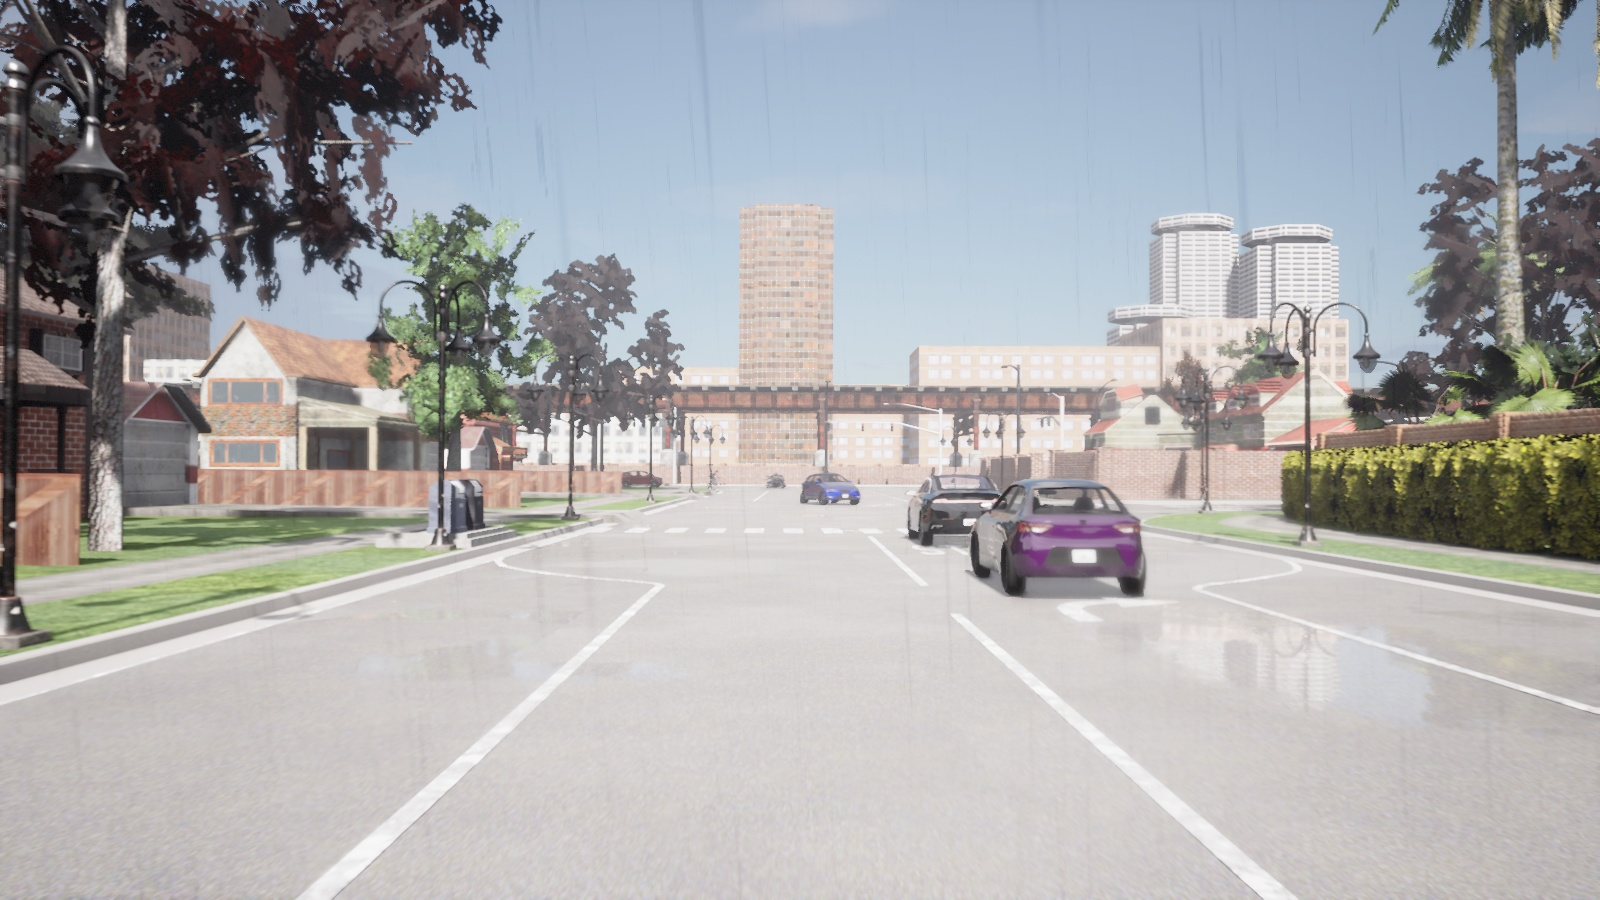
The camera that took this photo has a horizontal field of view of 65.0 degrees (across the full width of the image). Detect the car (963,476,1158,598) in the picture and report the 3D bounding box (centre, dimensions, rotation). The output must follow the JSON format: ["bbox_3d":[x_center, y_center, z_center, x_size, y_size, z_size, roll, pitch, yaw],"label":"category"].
[{"bbox_3d":[3.457,1.107,17.461,1.816,1.474,4.193,0,-1,0],"label":"car"}]

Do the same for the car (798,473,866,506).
[{"bbox_3d":[1.423,1.802,58.534,1.816,1.474,4.193,0,-1,-19],"label":"car"}]

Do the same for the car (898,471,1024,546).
[{"bbox_3d":[3.432,1.220,27.691,2.128,1.511,4.902,0,-1,0],"label":"car"}]
